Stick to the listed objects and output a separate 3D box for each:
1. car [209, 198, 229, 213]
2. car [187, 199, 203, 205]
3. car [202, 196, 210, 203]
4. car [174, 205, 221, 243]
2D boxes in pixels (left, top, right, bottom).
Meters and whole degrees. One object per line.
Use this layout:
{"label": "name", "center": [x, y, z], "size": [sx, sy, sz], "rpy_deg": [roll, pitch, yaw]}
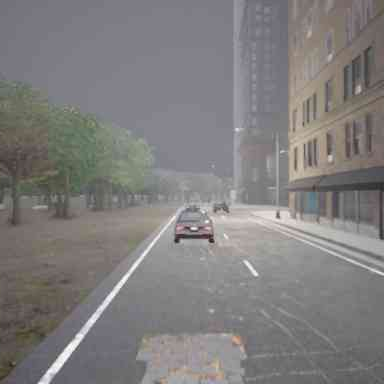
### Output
{"label": "car", "center": [3.610, 1.860, 42.584], "size": [1.837, 1.490, 4.892], "rpy_deg": [0, 0, 0]}
{"label": "car", "center": [0.108, 1.962, 42.721], "size": [1.895, 1.301, 4.718], "rpy_deg": [0, -1, 0]}
{"label": "car", "center": [3.624, 2.100, 84.189], "size": [2.150, 2.045, 5.566], "rpy_deg": [0, -1, 2]}
{"label": "car", "center": [0.104, 1.605, 16.503], "size": [2.033, 1.411, 5.357], "rpy_deg": [0, 0, 0]}
